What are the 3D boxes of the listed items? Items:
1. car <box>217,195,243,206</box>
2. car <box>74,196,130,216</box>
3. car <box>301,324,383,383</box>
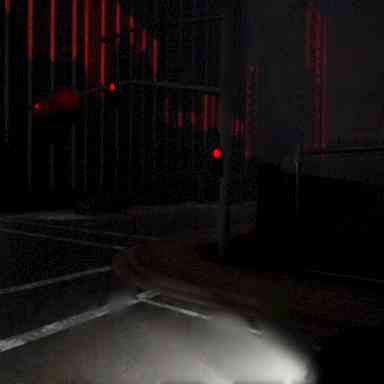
[{"bbox_3d":[5.256,1.158,45.646,1.837,1.490,4.892,1,0,36],"label":"car"},{"bbox_3d":[-7.468,1.130,27.916,1.882,1.535,5.008,1,1,36],"label":"car"},{"bbox_3d":[2.787,1.580,1.971,4.181,1.385,1.994,1,1,36],"label":"car"}]
